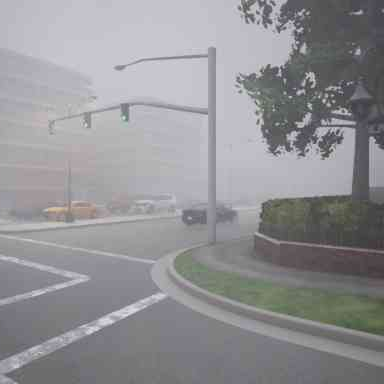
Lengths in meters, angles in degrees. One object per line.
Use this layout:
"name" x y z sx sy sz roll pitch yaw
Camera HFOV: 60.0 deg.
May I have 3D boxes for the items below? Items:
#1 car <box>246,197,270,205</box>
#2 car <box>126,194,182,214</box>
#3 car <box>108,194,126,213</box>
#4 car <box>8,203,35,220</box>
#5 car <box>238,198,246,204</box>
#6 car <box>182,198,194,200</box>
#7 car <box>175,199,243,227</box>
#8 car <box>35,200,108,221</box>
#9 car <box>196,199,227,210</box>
"car" 11.628 1.140 56.445 2.128 1.511 4.902 0 0 36
"car" -3.877 1.221 35.241 2.150 2.045 5.566 0 0 36
"car" -6.865 1.221 37.091 2.150 2.045 5.566 0 0 36
"car" -12.848 1.547 28.842 2.033 1.411 5.357 0 0 36
"car" 8.777 1.665 58.476 1.895 1.301 4.718 0 0 36
"car" -0.585 1.547 45.733 2.033 1.411 5.357 0 0 36
"car" 1.308 1.481 22.640 1.882 1.535 5.008 0 0 36
"car" -9.700 1.477 27.224 1.882 1.535 5.008 0 0 36
"car" 2.643 1.601 44.220 1.895 1.301 4.718 0 0 36
